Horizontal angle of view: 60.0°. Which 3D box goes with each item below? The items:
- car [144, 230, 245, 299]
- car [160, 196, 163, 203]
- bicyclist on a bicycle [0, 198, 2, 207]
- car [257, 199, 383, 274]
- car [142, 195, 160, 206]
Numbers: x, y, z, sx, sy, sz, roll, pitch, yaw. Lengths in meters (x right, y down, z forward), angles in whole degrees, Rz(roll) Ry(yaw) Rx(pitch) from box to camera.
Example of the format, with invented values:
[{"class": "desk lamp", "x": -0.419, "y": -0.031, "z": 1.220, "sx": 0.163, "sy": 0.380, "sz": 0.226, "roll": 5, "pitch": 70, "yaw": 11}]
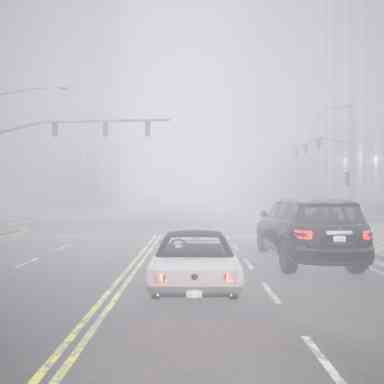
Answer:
[{"class": "car", "x": 0.067, "y": 1.601, "z": 8.369, "sx": 1.895, "sy": 1.301, "sz": 4.718, "roll": 0, "pitch": 0, "yaw": 1}, {"class": "car", "x": -6.962, "y": 1.545, "z": 67.063, "sx": 2.033, "sy": 1.411, "sz": 5.357, "roll": 0, "pitch": 0, "yaw": 0}, {"class": "bicyclist on a bicycle", "x": -26.380, "y": 1.300, "z": 45.389, "sx": 0.582, "sy": 1.620, "sz": 1.656, "roll": 0, "pitch": 0, "yaw": -1}, {"class": "car", "x": 3.583, "y": 1.222, "z": 10.723, "sx": 2.150, "sy": 2.045, "sz": 5.566, "roll": 0, "pitch": 0, "yaw": 0}, {"class": "car", "x": -7.040, "y": 1.350, "z": 55.236, "sx": 2.097, "sy": 1.767, "sz": 4.553, "roll": 0, "pitch": 0, "yaw": 0}]
